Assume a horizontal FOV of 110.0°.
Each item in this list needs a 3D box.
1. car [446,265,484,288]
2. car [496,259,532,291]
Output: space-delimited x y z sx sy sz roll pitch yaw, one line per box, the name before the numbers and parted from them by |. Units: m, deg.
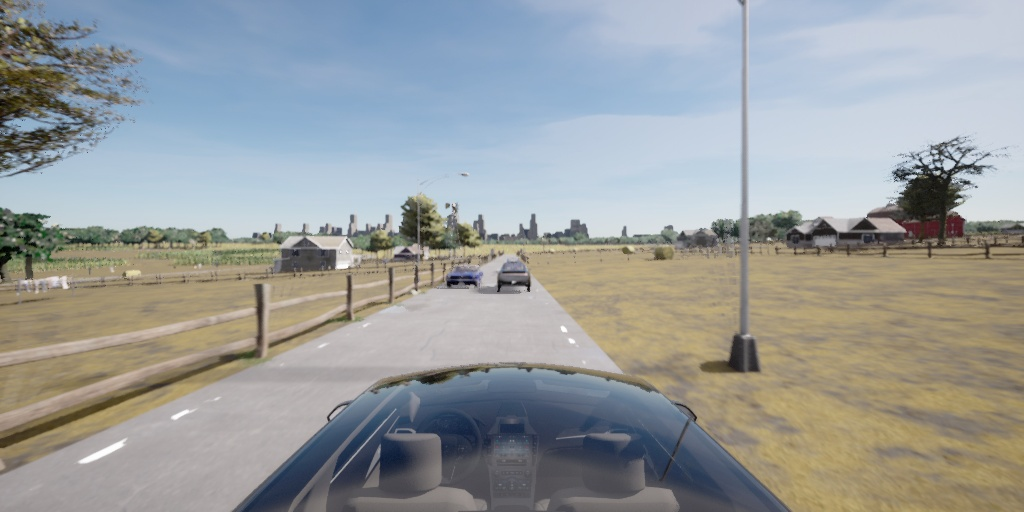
car | -2.842 1.225 22.303 1.895 1.301 4.718 0 0 0
car | 0.107 1.126 20.729 2.128 1.511 4.902 0 0 0
